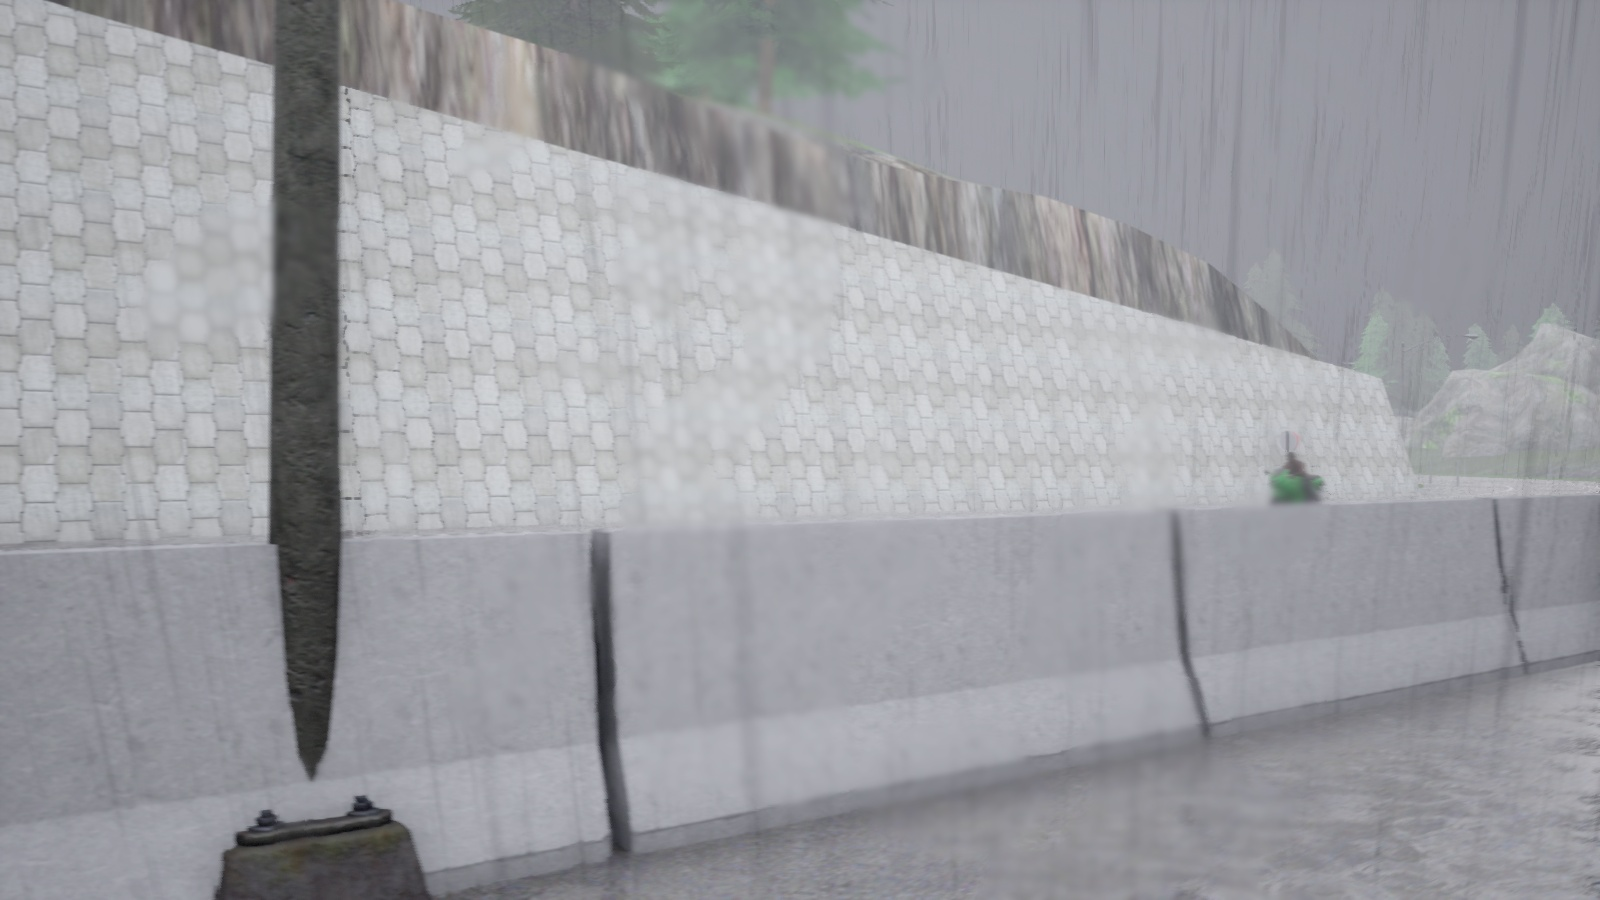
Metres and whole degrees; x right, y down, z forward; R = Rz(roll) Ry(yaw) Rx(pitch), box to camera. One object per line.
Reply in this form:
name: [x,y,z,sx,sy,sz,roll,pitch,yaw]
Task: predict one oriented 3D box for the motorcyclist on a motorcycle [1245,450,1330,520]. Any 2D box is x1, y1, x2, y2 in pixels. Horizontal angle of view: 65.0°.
motorcyclist on a motorcycle: [11.034,0.773,28.396,2.044,1.523,0.797,0,0,-35]
